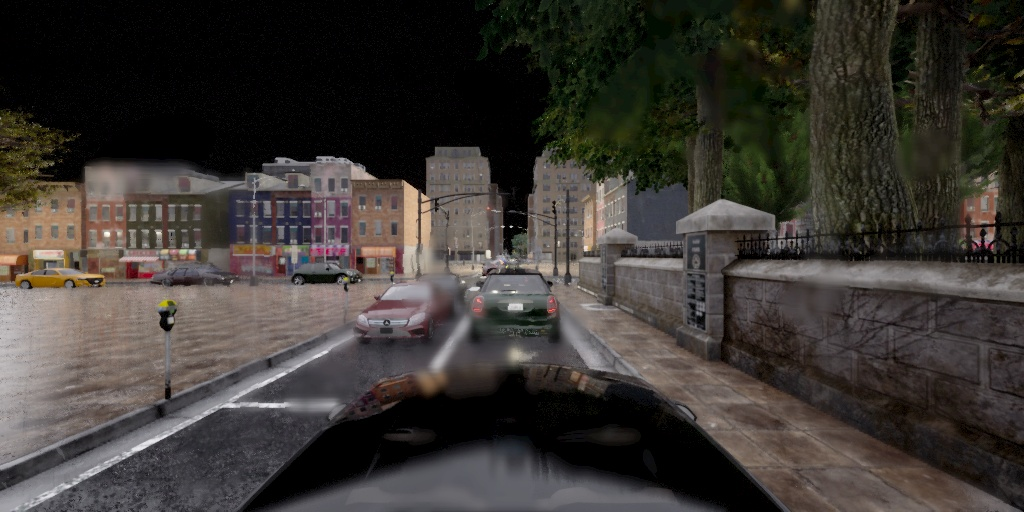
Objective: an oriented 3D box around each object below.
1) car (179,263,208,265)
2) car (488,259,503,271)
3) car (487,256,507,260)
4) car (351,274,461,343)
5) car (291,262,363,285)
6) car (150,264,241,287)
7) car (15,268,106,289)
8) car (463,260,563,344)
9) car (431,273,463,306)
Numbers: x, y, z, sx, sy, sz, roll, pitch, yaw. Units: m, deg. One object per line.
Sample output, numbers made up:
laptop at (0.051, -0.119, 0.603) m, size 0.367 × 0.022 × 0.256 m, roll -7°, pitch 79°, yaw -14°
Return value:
car at (-26.263, 1.394, 29.086) m, size 4.553 × 1.767 × 2.097 m, roll -1°, pitch 0°, yaw 0°
car at (-2.297, 1.216, 51.025) m, size 1.882 × 1.535 × 5.008 m, roll 0°, pitch 0°, yaw 0°
car at (-1.869, 1.093, 34.660) m, size 2.097 × 1.767 × 4.553 m, roll 0°, pitch 0°, yaw -6°
car at (-2.638, 1.331, 9.625) m, size 1.802 × 1.307 × 4.207 m, roll 0°, pitch 0°, yaw 0°
car at (-13.391, 1.230, 26.196) m, size 4.553 × 1.767 × 2.097 m, roll -1°, pitch 0°, yaw 0°
car at (-23.035, 1.545, 26.157) m, size 5.357 × 1.411 × 2.033 m, roll -1°, pitch 0°, yaw 0°
car at (-32.791, 1.625, 26.135) m, size 5.008 × 1.535 × 1.882 m, roll -1°, pitch 0°, yaw 0°
car at (0.073, 1.101, 9.740) m, size 2.097 × 1.767 × 4.553 m, roll 0°, pitch 0°, yaw 0°
car at (-2.638, 1.315, 13.288) m, size 1.948 × 1.339 × 4.313 m, roll 0°, pitch 0°, yaw 0°
